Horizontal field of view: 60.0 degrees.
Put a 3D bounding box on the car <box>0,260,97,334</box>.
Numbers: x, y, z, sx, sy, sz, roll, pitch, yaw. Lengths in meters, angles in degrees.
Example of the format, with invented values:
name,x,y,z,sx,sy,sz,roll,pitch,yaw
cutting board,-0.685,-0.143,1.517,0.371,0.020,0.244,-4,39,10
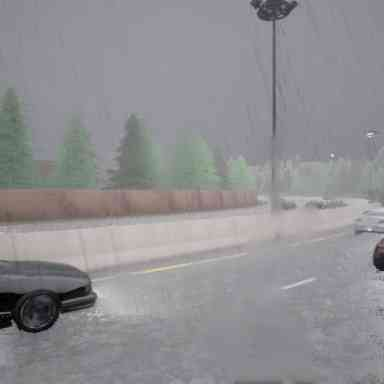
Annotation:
name,x,y,z,sx,sy,sz,roll,pitch,yaw
car,-4.314,1.570,5.063,5.357,1.411,2.033,0,0,-36

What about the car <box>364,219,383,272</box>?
name,x,y,z,sx,sy,sz,roll,pitch,yaw
car,7.060,1.586,9.855,4.181,1.385,1.994,0,0,-41

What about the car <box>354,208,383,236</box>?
name,x,y,z,sx,sy,sz,roll,pitch,yaw
car,10.189,1.569,17.795,1.812,1.442,4.674,0,0,44

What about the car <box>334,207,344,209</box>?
name,x,y,z,sx,sy,sz,roll,pitch,yaw
car,15.953,1.642,36.511,2.033,1.411,5.357,0,0,33
